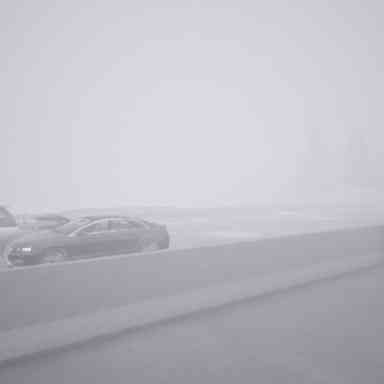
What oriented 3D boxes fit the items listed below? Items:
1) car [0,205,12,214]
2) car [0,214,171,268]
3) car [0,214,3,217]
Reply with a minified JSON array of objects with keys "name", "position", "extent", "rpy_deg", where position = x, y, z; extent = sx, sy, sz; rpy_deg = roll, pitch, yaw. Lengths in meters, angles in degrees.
[{"name":"car","position":[-9.835,1.352,14.142],"extent":[4.553,1.767,2.097],"rpy_deg":[0,0,-35]},{"name":"car","position":[-2.996,1.488,10.400],"extent":[4.902,1.511,2.128],"rpy_deg":[0,0,-35]},{"name":"car","position":[-5.858,1.597,12.665],"extent":[4.718,1.301,1.895],"rpy_deg":[0,0,-35]}]
